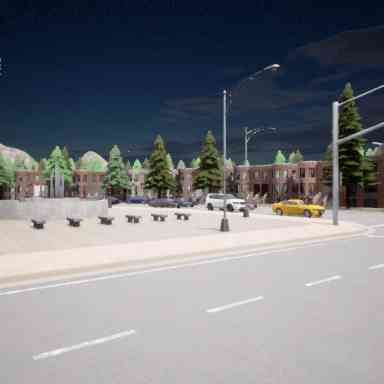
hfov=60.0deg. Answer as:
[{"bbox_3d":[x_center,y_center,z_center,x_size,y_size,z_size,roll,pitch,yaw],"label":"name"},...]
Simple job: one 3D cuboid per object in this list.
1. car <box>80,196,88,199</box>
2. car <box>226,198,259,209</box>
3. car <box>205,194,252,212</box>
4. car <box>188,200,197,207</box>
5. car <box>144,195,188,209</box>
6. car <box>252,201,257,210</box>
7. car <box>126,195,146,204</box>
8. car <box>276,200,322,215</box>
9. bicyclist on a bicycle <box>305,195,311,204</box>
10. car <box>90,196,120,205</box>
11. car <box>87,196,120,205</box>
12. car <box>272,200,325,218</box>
[{"bbox_3d":[-19.465,1.490,63.871,4.902,1.511,2.128,0,0,7],"label":"car"},{"bbox_3d":[6.937,1.562,46.024,1.994,1.385,4.181,0,0,-43],"label":"car"},{"bbox_3d":[3.873,1.220,38.662,2.150,2.045,5.566,0,0,-39],"label":"car"},{"bbox_3d":[-1.802,1.546,48.897,5.357,1.411,2.033,0,0,36],"label":"car"},{"bbox_3d":[-3.618,1.546,45.888,5.357,1.411,2.033,0,0,36],"label":"car"},{"bbox_3d":[5.733,1.524,41.755,1.812,1.442,4.674,0,0,-41],"label":"car"},{"bbox_3d":[-9.853,1.350,61.166,4.553,1.767,2.097,0,0,21],"label":"car"},{"bbox_3d":[11.115,1.562,34.865,1.994,1.385,4.181,0,0,-37],"label":"car"},{"bbox_3d":[16.230,1.300,46.629,1.656,1.620,0.582,0,0,-37],"label":"bicyclist on a bicycle"},{"bbox_3d":[-15.407,1.505,59.247,4.892,1.490,1.837,1,0,16],"label":"car"},{"bbox_3d":[-14.492,1.599,55.509,4.718,1.301,1.895,0,0,18],"label":"car"},{"bbox_3d":[9.796,1.476,30.793,1.882,1.535,5.008,0,0,-37],"label":"car"}]
